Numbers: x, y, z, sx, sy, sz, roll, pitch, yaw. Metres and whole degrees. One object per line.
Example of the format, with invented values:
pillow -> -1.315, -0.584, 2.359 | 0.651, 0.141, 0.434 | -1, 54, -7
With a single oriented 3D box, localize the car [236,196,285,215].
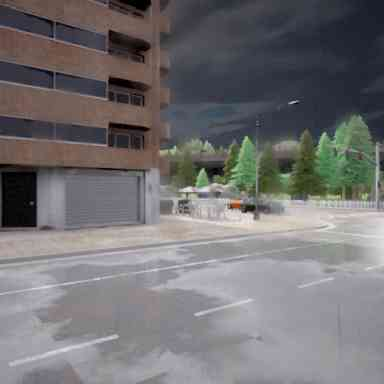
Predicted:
car -> 6.949, 1.288, 32.823 | 2.097, 1.767, 4.553 | 0, 0, -36

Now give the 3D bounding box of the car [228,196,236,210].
car -> 6.386, 1.286, 39.504 | 2.097, 1.767, 4.553 | 0, 0, -37

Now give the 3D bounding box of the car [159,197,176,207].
car -> -4.588, 1.483, 47.543 | 5.357, 1.411, 2.033 | 0, 0, 39
